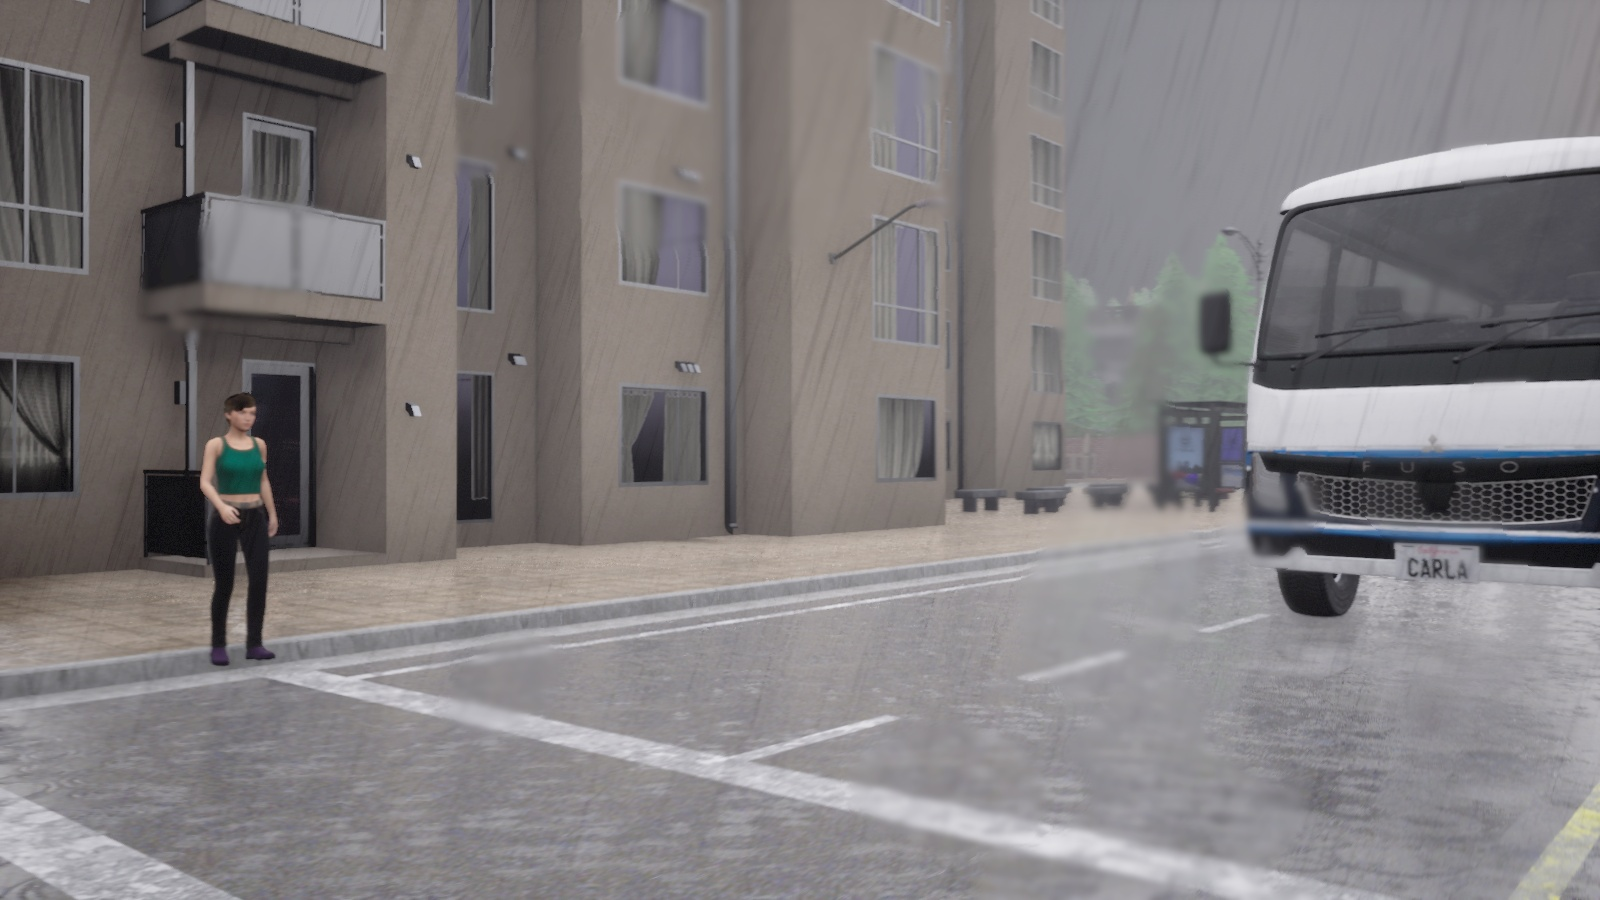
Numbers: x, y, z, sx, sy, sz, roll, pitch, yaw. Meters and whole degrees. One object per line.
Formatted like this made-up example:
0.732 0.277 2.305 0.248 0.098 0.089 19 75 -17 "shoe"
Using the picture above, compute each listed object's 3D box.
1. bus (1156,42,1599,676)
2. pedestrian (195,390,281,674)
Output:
7.770 -0.600 13.113 3.944 4.253 10.273 0 0 40 "bus"
-3.789 0.534 8.460 0.345 1.836 0.594 0 0 -43 "pedestrian"
